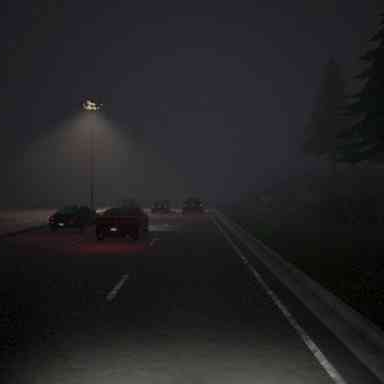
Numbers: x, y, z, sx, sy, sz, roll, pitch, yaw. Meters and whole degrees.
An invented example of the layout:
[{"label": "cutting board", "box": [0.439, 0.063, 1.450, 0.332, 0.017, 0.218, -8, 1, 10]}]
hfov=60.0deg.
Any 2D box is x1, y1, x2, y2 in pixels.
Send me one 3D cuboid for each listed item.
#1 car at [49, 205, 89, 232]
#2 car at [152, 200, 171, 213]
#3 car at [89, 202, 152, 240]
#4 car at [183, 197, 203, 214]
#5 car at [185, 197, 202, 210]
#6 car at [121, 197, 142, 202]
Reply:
[{"label": "car", "box": [-6.898, 1.522, 19.874, 1.812, 1.442, 4.674, 0, 0, 0]}, {"label": "car", "box": [-3.390, 1.542, 37.027, 2.033, 1.411, 5.357, 0, 0, 0]}, {"label": "car", "box": [-3.398, 1.475, 16.901, 1.882, 1.535, 5.008, 0, 0, 0]}, {"label": "car", "box": [0.101, 1.347, 35.354, 2.097, 1.767, 4.553, 0, 0, 0]}, {"label": "car", "box": [0.271, 1.485, 44.567, 2.128, 1.511, 4.902, 0, 0, 2]}, {"label": "car", "box": [-6.879, 1.347, 37.837, 2.097, 1.767, 4.553, 0, 0, 0]}]
